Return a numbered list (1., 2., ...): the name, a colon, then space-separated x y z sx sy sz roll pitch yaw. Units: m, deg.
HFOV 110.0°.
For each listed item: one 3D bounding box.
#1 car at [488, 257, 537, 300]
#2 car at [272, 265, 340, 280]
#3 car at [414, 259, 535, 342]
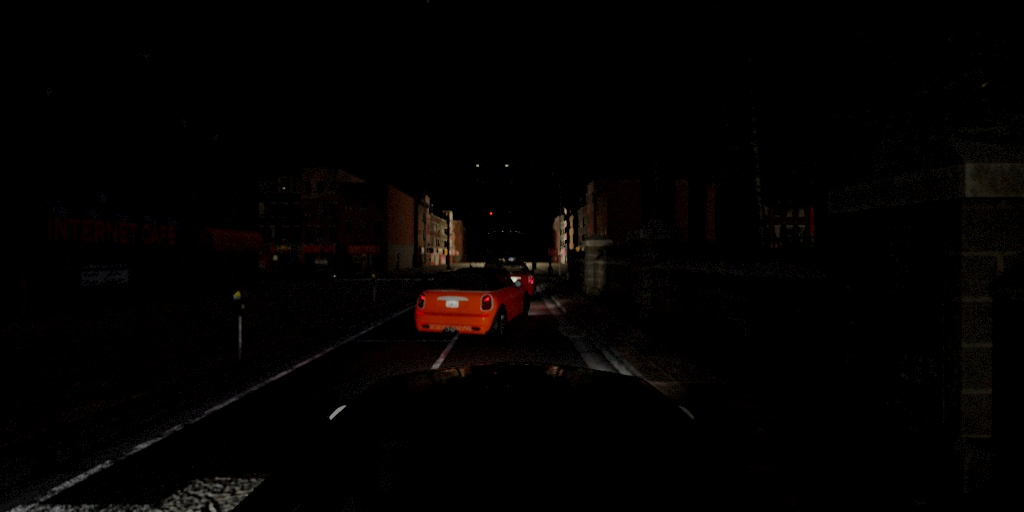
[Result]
1. car: 0.061 1.089 17.637 2.097 1.767 4.553 0 0 1
2. car: -16.781 1.350 29.463 4.718 1.301 1.895 0 0 0
3. car: -0.856 1.095 10.109 2.097 1.767 4.553 0 0 13
